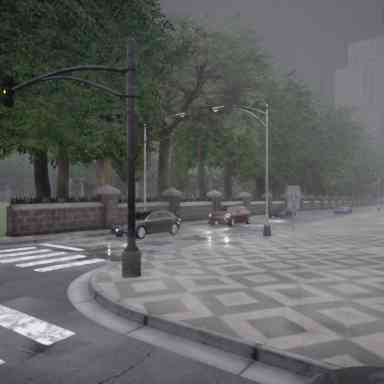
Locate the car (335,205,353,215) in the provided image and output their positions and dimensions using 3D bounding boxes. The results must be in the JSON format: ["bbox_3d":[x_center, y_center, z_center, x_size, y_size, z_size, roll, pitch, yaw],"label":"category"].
[{"bbox_3d":[23.234,2.721,50.843,2.033,1.411,5.357,0,-1,35],"label":"car"}]

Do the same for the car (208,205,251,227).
[{"bbox_3d":[3.208,1.887,27.913,2.097,1.767,4.553,0,-1,35],"label":"car"}]

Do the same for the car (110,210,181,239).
[{"bbox_3d":[-2.599,1.833,19.657,1.837,1.490,4.892,0,-1,35],"label":"car"}]

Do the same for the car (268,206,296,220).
[{"bbox_3d":[10.217,2.339,37.864,2.033,1.411,5.357,0,-1,35],"label":"car"}]

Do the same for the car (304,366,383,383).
[{"bbox_3d":[2.454,1.551,1.218,4.403,1.369,2.008,0,0,35],"label":"car"}]
